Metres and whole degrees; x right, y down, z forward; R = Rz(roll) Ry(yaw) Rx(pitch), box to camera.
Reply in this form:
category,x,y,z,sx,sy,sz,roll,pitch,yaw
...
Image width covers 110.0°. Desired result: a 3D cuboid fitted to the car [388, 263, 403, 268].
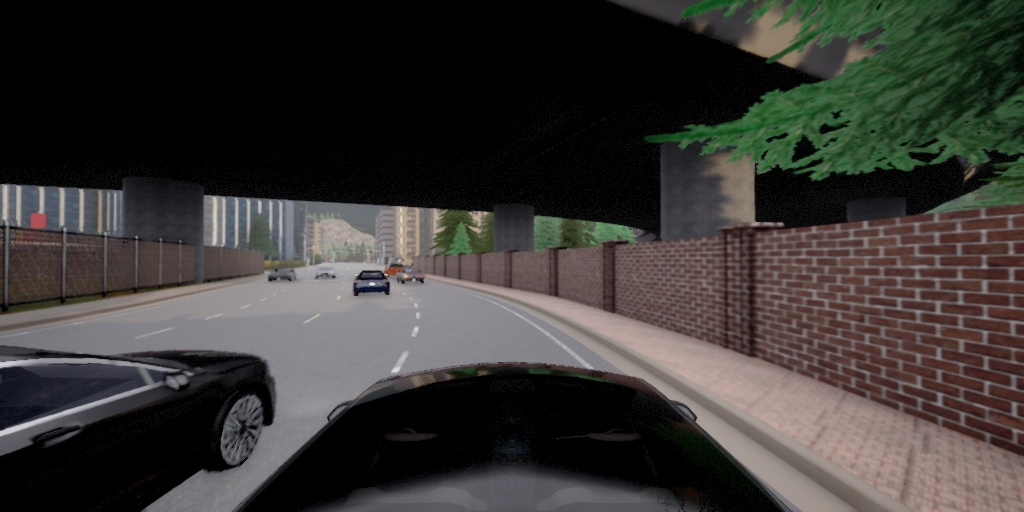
category,x,y,z,sx,sy,sz,roll,pitch,yaw
car,-13.679,1.619,42.027,2.097,1.767,4.553,0,-1,-24

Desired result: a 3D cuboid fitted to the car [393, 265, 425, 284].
category,x,y,z,sx,sy,sz,roll,pitch,yaw
car,-9.024,1.733,31.704,1.895,1.301,4.718,0,-1,-24

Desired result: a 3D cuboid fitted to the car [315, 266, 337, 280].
category,x,y,z,sx,sy,sz,roll,pitch,yaw
car,-19.992,1.767,38.586,1.812,1.442,4.674,0,-1,-24

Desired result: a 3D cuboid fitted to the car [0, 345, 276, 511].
category,x,y,z,sx,sy,sz,roll,pitch,yaw
car,-3.441,1.253,1.952,2.128,1.511,4.902,0,-1,-2

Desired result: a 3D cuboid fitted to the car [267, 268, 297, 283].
category,x,y,z,sx,sy,sz,roll,pitch,yaw
car,-21.935,1.796,34.357,1.895,1.301,4.718,0,-1,-24

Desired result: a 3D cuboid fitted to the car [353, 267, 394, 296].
category,x,y,z,sx,sy,sz,roll,pitch,yaw
car,-8.576,1.577,21.866,1.994,1.385,4.181,0,-1,-22
